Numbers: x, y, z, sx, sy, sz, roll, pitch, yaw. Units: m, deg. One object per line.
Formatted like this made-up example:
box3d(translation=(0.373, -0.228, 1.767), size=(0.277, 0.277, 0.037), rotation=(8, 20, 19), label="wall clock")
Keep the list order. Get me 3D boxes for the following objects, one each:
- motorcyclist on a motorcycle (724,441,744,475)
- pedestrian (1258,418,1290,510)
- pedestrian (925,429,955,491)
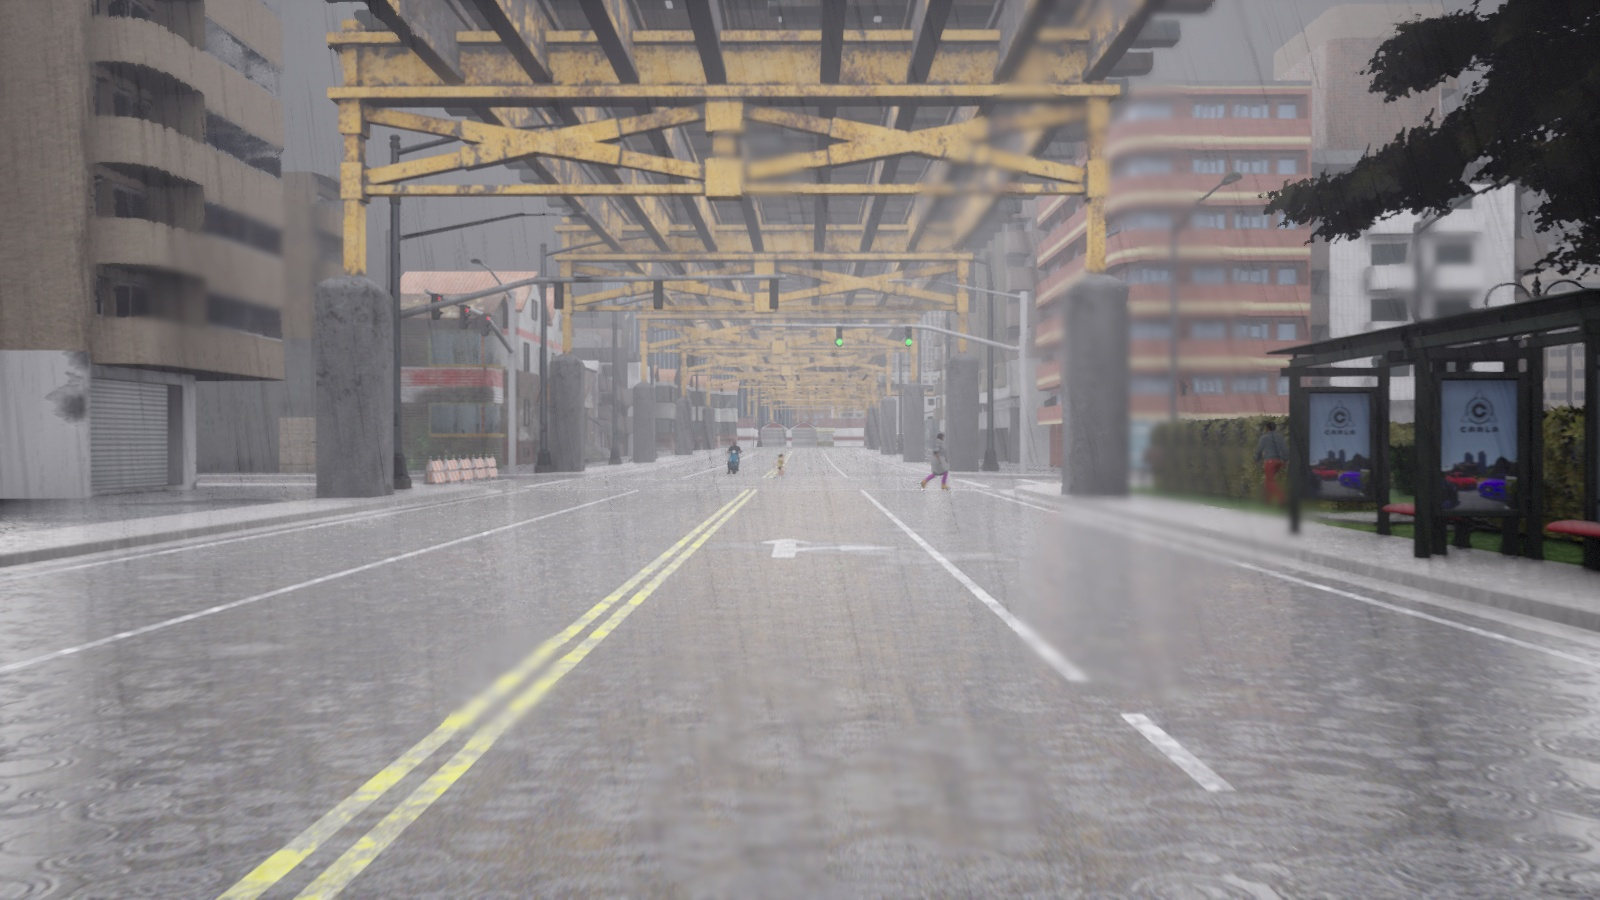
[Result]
box3d(translation=(-3.148, 0.359, 60.085), size=(0.866, 1.590, 1.817), rotation=(0, 0, 0), label="motorcyclist on a motorcycle")
box3d(translation=(9.669, 0.275, 25.632), size=(0.353, 1.847, 0.614), rotation=(0, 0, -8), label="pedestrian")
box3d(translation=(4.418, 0.321, 39.742), size=(0.873, 1.952, 0.659), rotation=(0, 0, 0), label="pedestrian")
